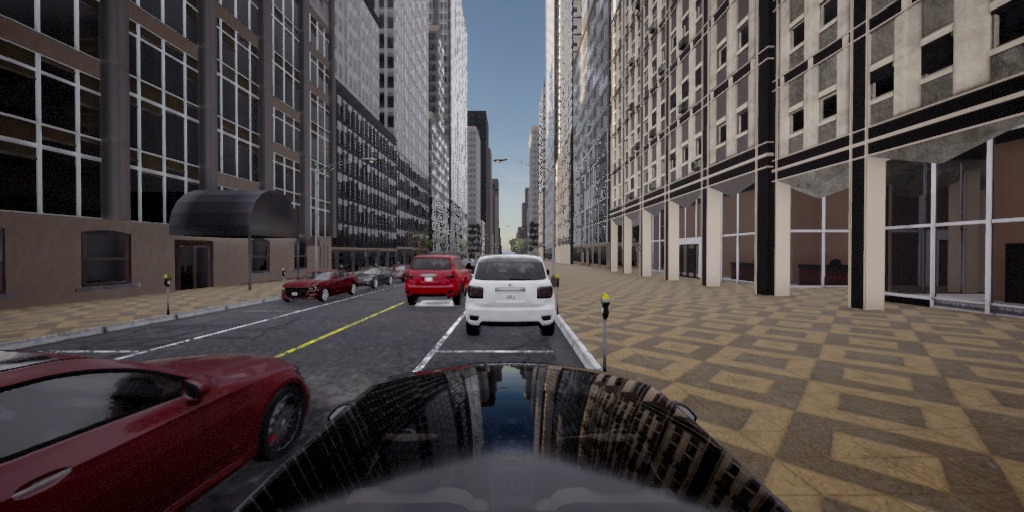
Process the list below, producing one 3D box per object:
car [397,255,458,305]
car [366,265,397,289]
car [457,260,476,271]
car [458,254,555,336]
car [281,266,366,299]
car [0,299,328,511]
[{"bbox_3d":[-3.146,0.964,16.244,2.150,2.045,5.566,0,0,0],"label":"car"},{"bbox_3d":[-8.838,1.296,22.523,2.007,1.370,4.403,0,0,0],"label":"car"},{"bbox_3d":[-6.147,1.287,48.980,2.033,1.411,5.357,0,0,0],"label":"car"},{"bbox_3d":[-0.039,0.976,10.531,2.150,2.045,5.566,0,0,0],"label":"car"},{"bbox_3d":[-8.837,1.292,16.839,1.888,1.381,4.507,0,0,0],"label":"car"},{"bbox_3d":[-3.146,1.275,2.015,1.812,1.442,4.674,0,0,0],"label":"car"}]
